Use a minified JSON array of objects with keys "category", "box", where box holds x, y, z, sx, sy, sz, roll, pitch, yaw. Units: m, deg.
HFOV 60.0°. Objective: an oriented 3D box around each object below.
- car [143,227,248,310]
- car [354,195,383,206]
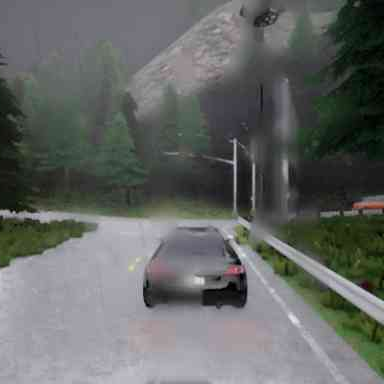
[{"category":"car","box":[0.075,1.501,7.779,1.994,1.385,4.181,0,0,1]},{"category":"car","box":[14.557,0.957,24.832,4.553,1.767,2.097,-5,-1,17]}]
